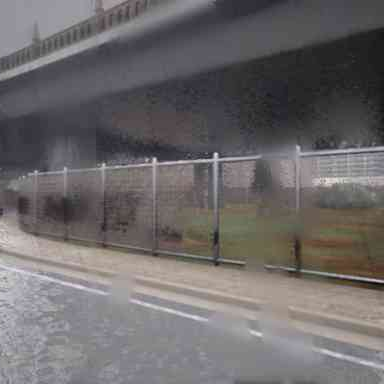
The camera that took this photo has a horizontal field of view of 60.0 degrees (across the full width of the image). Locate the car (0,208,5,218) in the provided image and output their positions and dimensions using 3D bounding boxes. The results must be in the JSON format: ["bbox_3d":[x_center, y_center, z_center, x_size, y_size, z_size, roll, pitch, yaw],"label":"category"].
[{"bbox_3d":[-17.858,1.682,28.343,1.895,1.301,4.718,0,0,-7],"label":"car"}]
